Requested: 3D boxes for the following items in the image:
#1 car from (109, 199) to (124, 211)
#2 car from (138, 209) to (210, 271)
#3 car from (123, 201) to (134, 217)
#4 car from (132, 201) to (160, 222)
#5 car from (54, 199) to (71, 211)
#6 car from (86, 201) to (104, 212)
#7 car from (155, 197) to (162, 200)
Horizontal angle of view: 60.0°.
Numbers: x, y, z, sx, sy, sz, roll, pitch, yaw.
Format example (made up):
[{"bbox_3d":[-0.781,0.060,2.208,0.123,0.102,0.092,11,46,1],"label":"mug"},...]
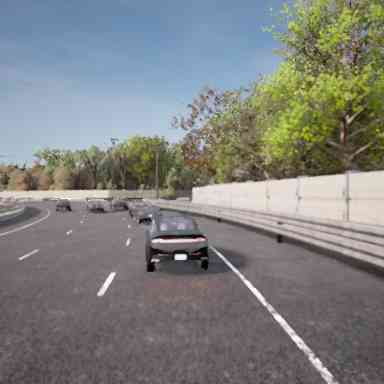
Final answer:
[{"bbox_3d":[-10.327,1.756,46.250,1.837,1.490,4.892,0,0,-24],"label":"car"},{"bbox_3d":[-0.680,1.547,11.307,2.128,1.511,4.902,0,0,-9],"label":"car"},{"bbox_3d":[-5.396,1.666,33.359,2.128,1.511,4.902,0,0,-15],"label":"car"},{"bbox_3d":[-3.435,1.698,26.209,1.994,1.385,4.181,0,0,-13],"label":"car"},{"bbox_3d":[-17.497,1.775,45.029,1.837,1.490,4.892,0,0,-25],"label":"car"},{"bbox_3d":[-12.255,1.785,41.914,2.033,1.411,5.357,0,0,-23],"label":"car"},{"bbox_3d":[-7.486,1.929,81.610,2.128,1.511,4.902,0,0,29],"label":"car"}]
